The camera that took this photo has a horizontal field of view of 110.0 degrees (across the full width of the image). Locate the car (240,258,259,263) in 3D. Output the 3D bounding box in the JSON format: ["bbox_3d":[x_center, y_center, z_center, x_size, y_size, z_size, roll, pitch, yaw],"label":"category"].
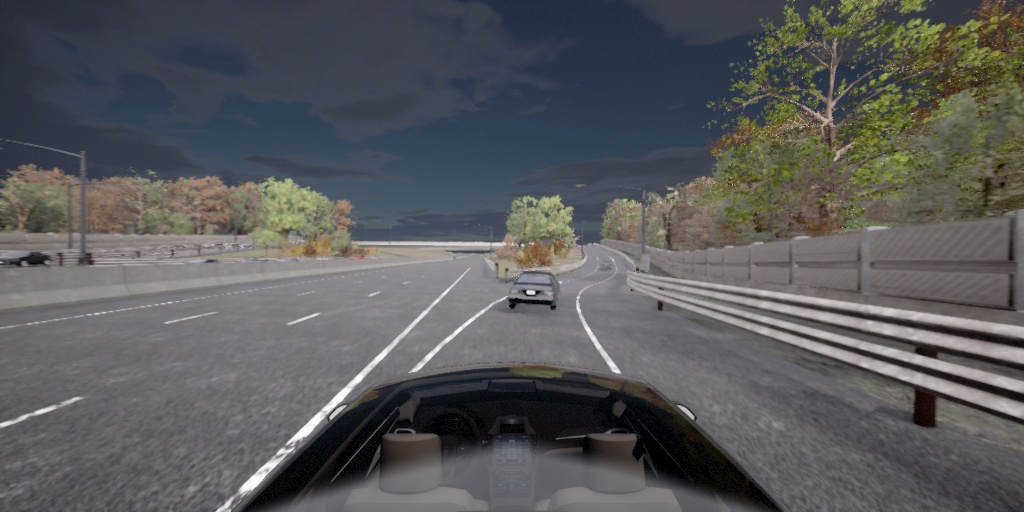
[{"bbox_3d":[-28.042,0.994,38.980,2.128,1.511,4.902,1,0,-4],"label":"car"}]

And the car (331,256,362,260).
[{"bbox_3d":[-25.880,1.080,56.304,2.033,1.411,5.357,1,0,-4],"label":"car"}]

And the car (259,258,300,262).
[{"bbox_3d":[-24.519,1.010,38.795,1.882,1.535,5.008,1,0,-4],"label":"car"}]

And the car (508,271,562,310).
[{"bbox_3d":[1.072,1.359,15.139,2.033,1.411,5.357,2,0,9],"label":"car"}]

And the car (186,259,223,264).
[{"bbox_3d":[-31.350,0.998,36.337,1.812,1.442,4.674,0,0,-4],"label":"car"}]

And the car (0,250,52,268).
[{"bbox_3d":[-44.770,0.241,32.766,1.882,1.535,5.008,0,1,-28],"label":"car"}]
